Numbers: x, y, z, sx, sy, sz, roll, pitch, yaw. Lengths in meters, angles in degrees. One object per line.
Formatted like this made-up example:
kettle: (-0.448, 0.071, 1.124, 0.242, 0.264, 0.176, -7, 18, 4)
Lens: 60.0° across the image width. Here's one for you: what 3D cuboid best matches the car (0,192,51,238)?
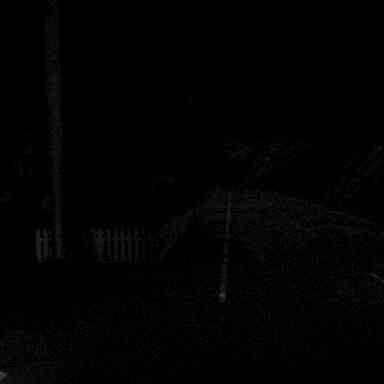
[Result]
car: (-7.707, 0.993, 15.628, 1.905, 1.878, 3.866, -1, 2, 6)
